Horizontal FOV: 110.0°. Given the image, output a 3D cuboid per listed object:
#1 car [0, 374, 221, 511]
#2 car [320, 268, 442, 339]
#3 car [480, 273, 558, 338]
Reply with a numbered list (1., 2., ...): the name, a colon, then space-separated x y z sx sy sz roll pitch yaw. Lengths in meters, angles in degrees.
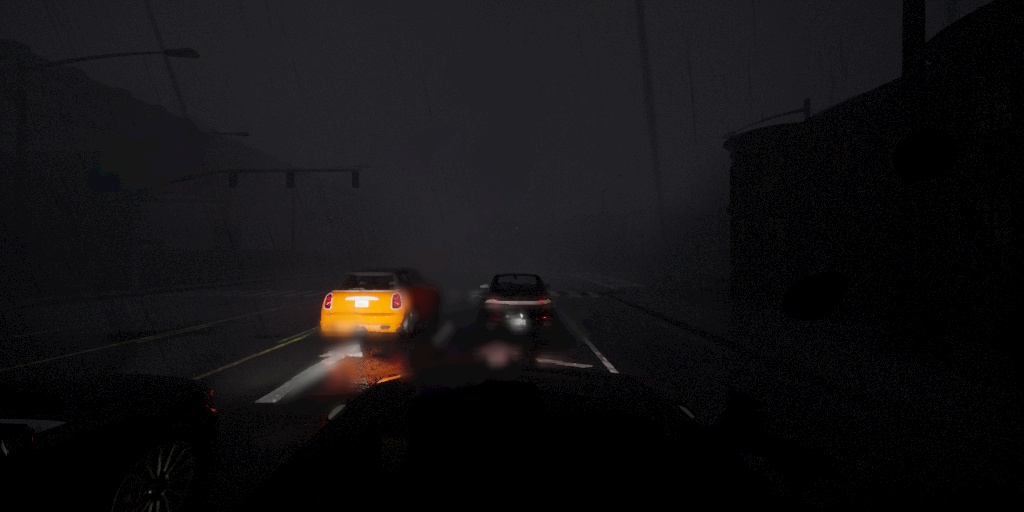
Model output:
1. car: -3.400 1.242 1.061 2.128 1.511 4.902 0 0 0
2. car: -3.393 1.102 10.226 2.097 1.767 4.553 0 0 0
3. car: 0.116 1.242 10.261 2.128 1.511 4.902 0 0 -1
